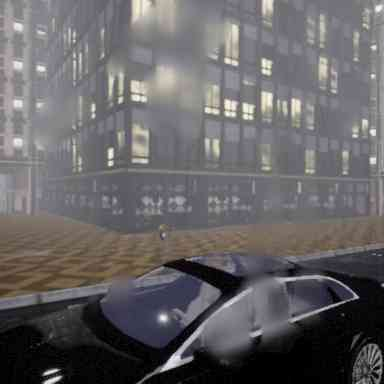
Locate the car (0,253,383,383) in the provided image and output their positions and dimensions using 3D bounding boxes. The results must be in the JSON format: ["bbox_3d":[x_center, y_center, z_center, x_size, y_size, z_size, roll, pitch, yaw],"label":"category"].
[{"bbox_3d":[0.223,1.495,3.511,4.902,1.511,2.128,1,0,-34],"label":"car"}]
